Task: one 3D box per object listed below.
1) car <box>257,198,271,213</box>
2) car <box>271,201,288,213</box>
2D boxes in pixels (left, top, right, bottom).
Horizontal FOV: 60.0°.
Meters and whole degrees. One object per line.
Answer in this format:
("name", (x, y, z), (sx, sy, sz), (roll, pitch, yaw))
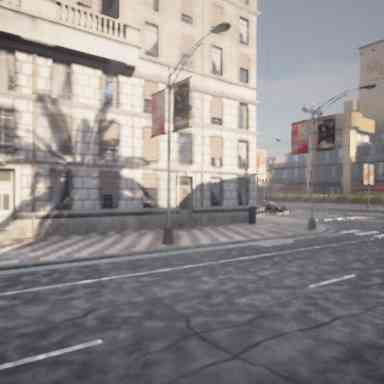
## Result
("car", (6.785, 1.755, 39.862), (1.812, 1.442, 4.674), (1, 0, -34))
("car", (9.514, 1.804, 42.052), (2.033, 1.411, 5.357), (1, 0, -36))
